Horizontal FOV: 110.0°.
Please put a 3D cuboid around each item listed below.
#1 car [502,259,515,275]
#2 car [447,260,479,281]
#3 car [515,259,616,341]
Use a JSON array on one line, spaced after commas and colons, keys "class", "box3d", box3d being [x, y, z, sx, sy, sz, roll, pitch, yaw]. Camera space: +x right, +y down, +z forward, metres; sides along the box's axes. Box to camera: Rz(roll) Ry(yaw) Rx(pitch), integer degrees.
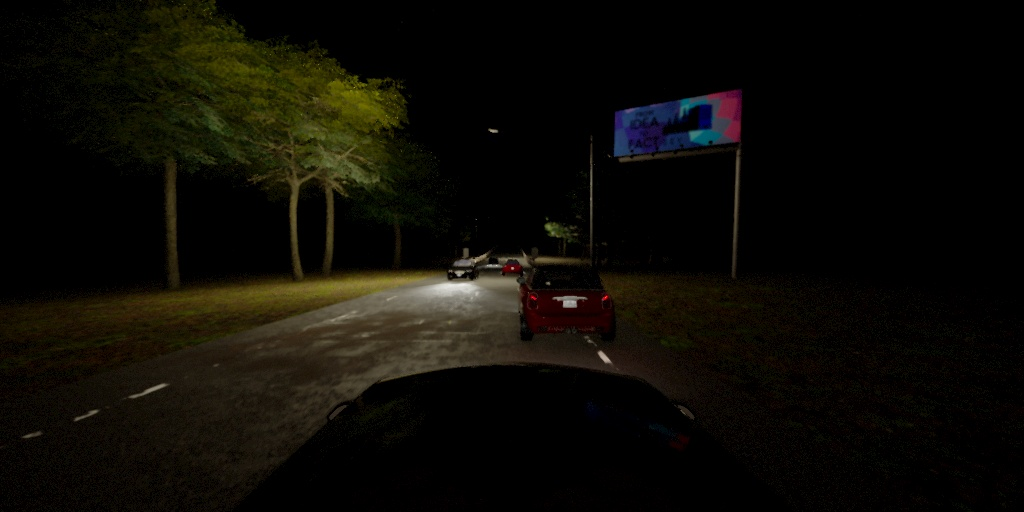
[{"class": "car", "box3d": [0.071, 1.098, 35.236, 1.994, 1.385, 4.181, 0, 0, 0]}, {"class": "car", "box3d": [-3.583, 1.034, 26.872, 2.128, 1.511, 4.902, 0, 0, 0]}, {"class": "car", "box3d": [1.227, 1.001, 9.695, 2.097, 1.767, 4.553, 0, 1, 0]}]
